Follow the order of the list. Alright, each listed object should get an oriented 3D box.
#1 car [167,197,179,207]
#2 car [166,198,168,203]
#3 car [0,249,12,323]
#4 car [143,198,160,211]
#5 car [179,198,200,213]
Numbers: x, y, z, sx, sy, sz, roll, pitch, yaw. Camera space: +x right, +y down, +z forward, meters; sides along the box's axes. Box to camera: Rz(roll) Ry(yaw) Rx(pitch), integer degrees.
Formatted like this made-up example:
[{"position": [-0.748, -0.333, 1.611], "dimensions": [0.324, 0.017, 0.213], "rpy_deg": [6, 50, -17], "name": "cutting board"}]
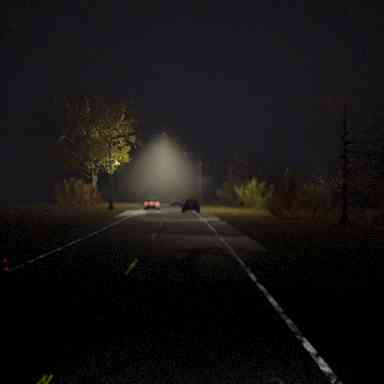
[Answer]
[{"position": [-2.940, 1.886, 59.171], "dimensions": [1.895, 1.301, 4.718], "rpy_deg": [0, 0, -6], "name": "car"}, {"position": [-4.763, 1.802, 75.585], "dimensions": [1.994, 1.385, 4.181], "rpy_deg": [0, 0, -7], "name": "car"}, {"position": [-3.632, 1.240, 2.496], "dimensions": [2.150, 2.045, 5.566], "rpy_deg": [0, 0, 0], "name": "car"}, {"position": [-5.370, 1.592, 44.907], "dimensions": [2.097, 1.767, 4.553], "rpy_deg": [0, 0, -4], "name": "car"}, {"position": [-0.213, 1.569, 40.556], "dimensions": [2.097, 1.767, 4.553], "rpy_deg": [0, 0, -4], "name": "car"}]
